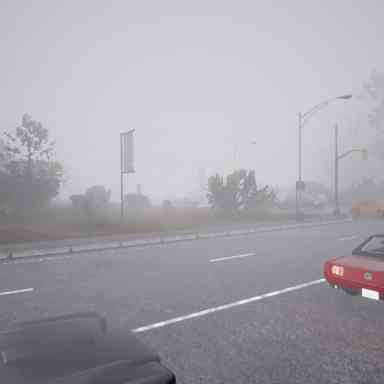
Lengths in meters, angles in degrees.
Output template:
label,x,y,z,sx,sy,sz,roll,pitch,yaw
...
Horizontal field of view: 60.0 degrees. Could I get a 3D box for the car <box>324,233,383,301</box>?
label,x,y,z,sx,sy,sz,roll,pitch,yaw
car,5.072,1.570,7.378,4.718,1.301,1.895,0,0,-36

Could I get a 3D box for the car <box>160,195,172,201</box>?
label,x,y,z,sx,sy,sz,roll,pitch,yaw
car,-3.064,1.385,58.164,1.895,1.301,4.718,-1,0,-38

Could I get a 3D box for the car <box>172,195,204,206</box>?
label,x,y,z,sx,sy,sz,roll,pitch,yaw
car,-0.582,1.374,49.459,1.994,1.385,4.181,-1,0,-39

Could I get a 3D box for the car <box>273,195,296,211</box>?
label,x,y,z,sx,sy,sz,roll,pitch,yaw
car,8.787,1.280,37.811,1.882,1.535,5.008,-1,1,-39

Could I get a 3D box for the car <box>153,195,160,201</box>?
label,x,y,z,sx,sy,sz,roll,pitch,yaw
car,-6.684,1.328,74.005,1.895,1.301,4.718,-1,0,-38

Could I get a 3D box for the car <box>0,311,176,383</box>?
label,x,y,z,sx,sy,sz,roll,pitch,yaw
car,-2.376,1.601,2.041,4.718,1.301,1.895,0,0,-36

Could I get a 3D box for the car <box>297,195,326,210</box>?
label,x,y,z,sx,sy,sz,roll,pitch,yaw
car,12.977,1.124,38.183,2.097,1.767,4.553,-1,0,-39

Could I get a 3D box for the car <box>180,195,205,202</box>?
label,x,y,z,sx,sy,sz,roll,pitch,yaw
car,0.046,1.275,65.737,2.033,1.411,5.357,-1,0,-38

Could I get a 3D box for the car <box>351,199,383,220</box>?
label,x,y,z,sx,sy,sz,roll,pitch,yaw
car,14.649,1.296,26.199,1.882,1.535,5.008,1,0,-7
